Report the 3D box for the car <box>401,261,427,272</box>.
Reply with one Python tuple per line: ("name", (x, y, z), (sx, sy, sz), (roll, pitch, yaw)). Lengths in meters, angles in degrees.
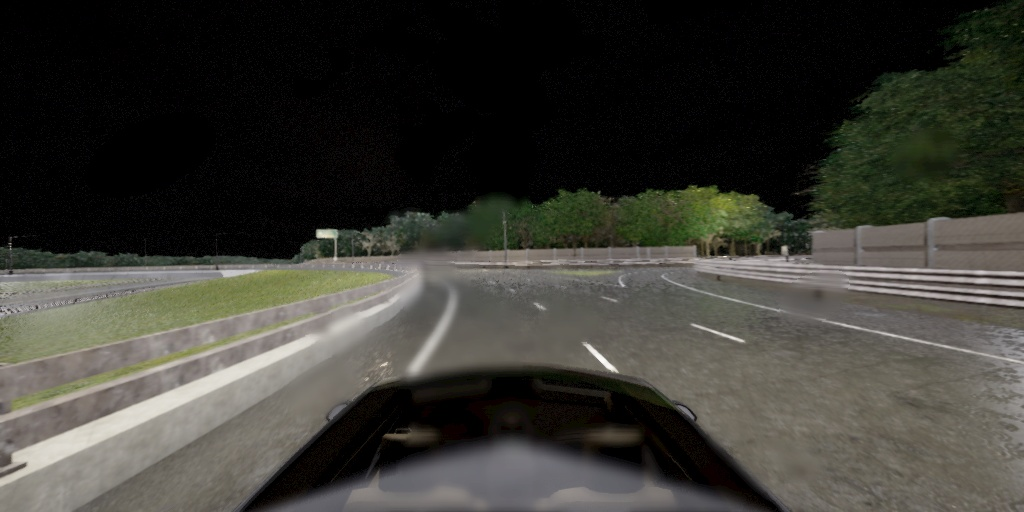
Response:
("car", (-15.513, 1.791, 56.668), (1.994, 1.385, 4.181), (-1, 0, -33))
